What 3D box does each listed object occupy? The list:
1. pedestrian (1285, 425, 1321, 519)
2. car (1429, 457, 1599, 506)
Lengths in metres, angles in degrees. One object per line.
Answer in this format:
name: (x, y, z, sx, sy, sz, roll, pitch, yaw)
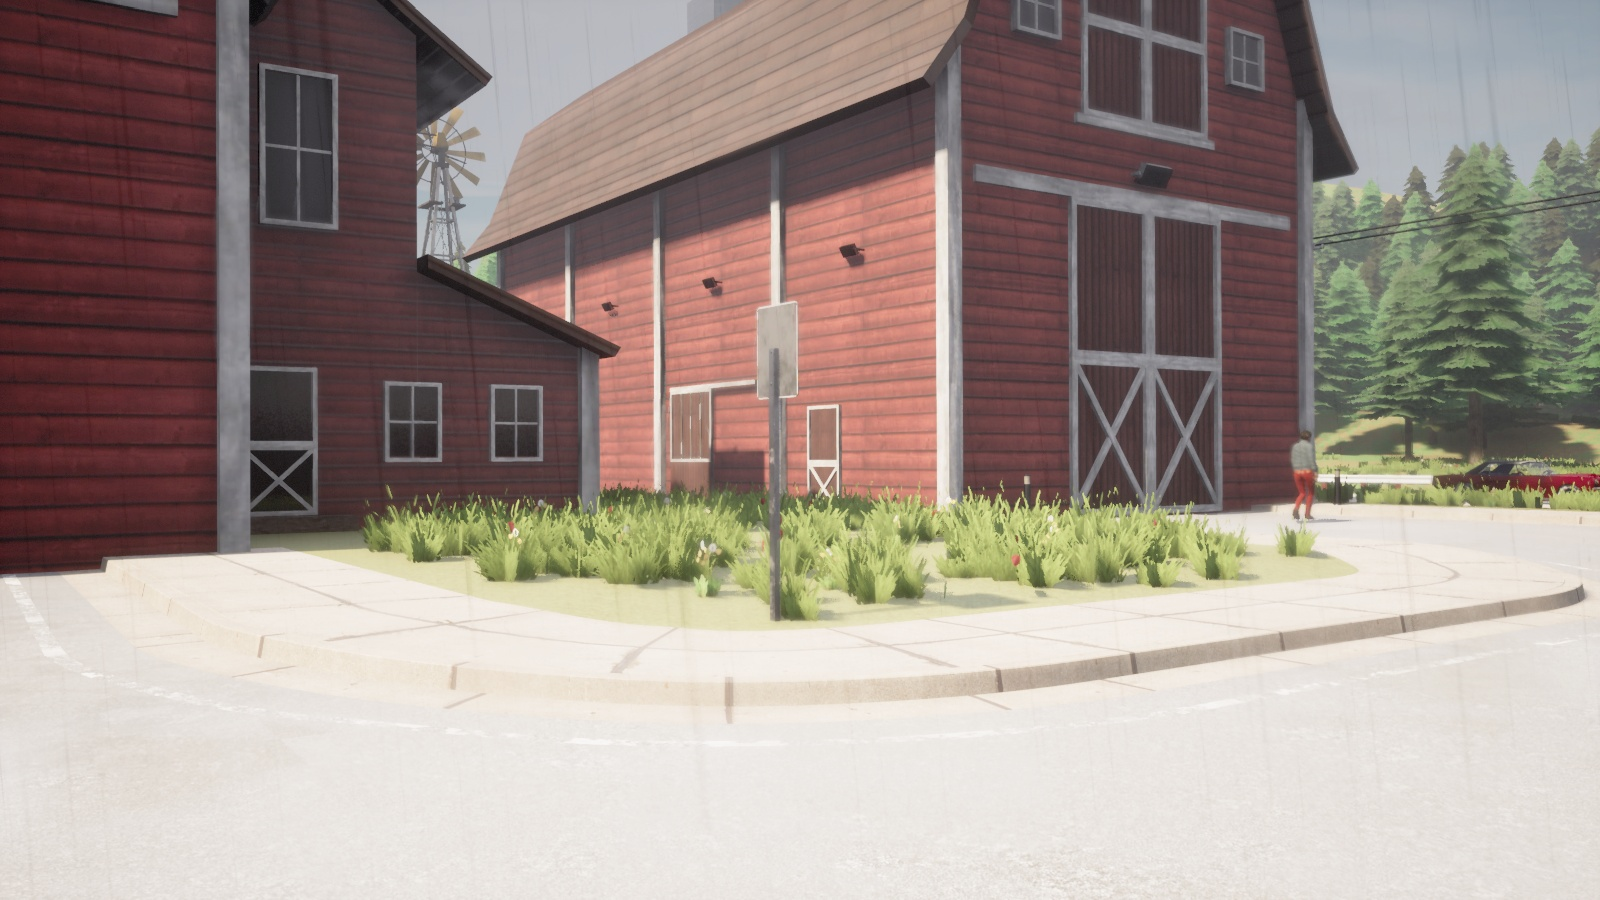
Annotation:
pedestrian: (9.977, 0.425, 24.904, 0.614, 1.847, 0.353, 0, 0, -34)
car: (20.994, 0.865, 36.269, 1.895, 1.301, 4.718, 0, 0, -34)
